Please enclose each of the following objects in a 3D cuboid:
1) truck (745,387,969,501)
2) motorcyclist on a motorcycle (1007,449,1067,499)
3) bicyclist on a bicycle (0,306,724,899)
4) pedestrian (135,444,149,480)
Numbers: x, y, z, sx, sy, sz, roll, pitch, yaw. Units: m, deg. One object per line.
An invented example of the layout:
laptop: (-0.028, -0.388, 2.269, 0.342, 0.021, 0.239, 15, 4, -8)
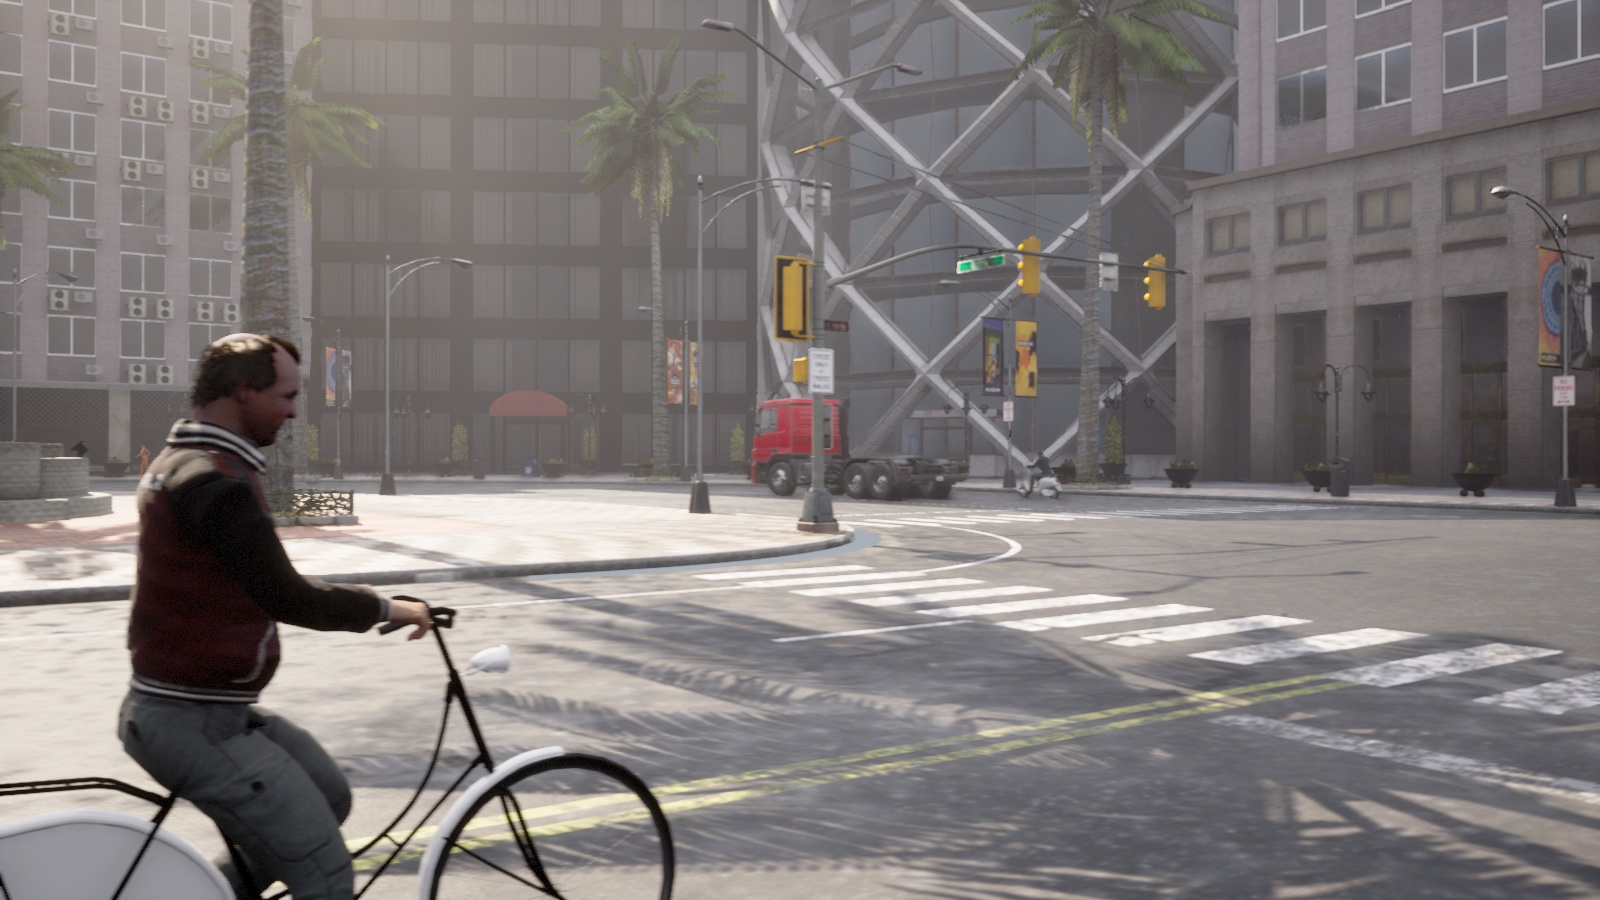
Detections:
truck: (1.708, -0.156, 42.129, 2.891, 3.462, 7.936, 0, 0, -40)
motorcyclist on a motorcycle: (7.616, 0.759, 40.406, 0.866, 1.590, 1.817, 0, 0, -36)
bicyclist on a bicycle: (-1.137, 0.625, 2.885, 1.843, 1.776, 0.659, 0, 0, -35)
pedestrian: (-34.222, 0.632, 65.330, 0.594, 1.836, 0.345, 0, 0, -10)
